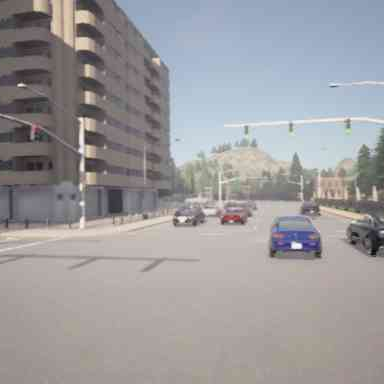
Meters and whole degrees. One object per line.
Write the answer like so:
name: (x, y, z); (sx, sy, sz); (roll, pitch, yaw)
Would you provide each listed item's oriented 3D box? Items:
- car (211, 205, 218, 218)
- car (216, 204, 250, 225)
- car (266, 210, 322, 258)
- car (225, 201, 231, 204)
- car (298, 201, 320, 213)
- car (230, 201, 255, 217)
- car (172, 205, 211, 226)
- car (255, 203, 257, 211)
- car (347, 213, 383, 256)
car: (2.057, 2.102, 36.787); (1.895, 1.301, 4.718); (-1, -1, 13)
car: (3.477, 1.952, 27.423); (1.895, 1.301, 4.718); (-1, -1, 13)
car: (4.014, 1.657, 13.355); (1.812, 1.442, 4.674); (-1, -1, 13)
car: (6.516, 2.249, 55.827); (1.994, 1.385, 4.181); (-1, -1, 13)
car: (13.143, 1.828, 37.314); (1.837, 1.490, 4.892); (-1, -1, 13)
car: (5.582, 1.941, 36.514); (1.837, 1.490, 4.892); (-1, 0, 13)
car: (-0.191, 1.900, 27.111); (2.128, 1.511, 4.902); (-1, -1, 13)
car: (9.068, 2.108, 51.428); (1.812, 1.442, 4.674); (-1, -1, 13)
car: (7.571, 1.568, 13.213); (2.128, 1.511, 4.902); (-1, -1, 13)
